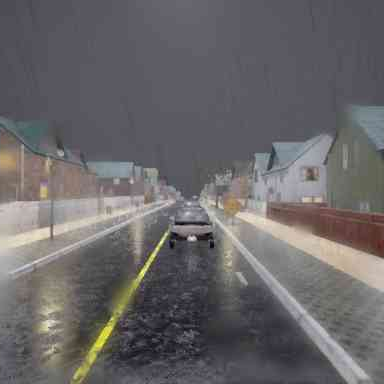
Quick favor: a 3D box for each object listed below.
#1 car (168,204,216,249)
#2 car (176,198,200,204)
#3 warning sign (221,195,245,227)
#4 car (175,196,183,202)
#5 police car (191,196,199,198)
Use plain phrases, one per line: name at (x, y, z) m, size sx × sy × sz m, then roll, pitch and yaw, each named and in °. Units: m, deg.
car at (0.000, 1.513, 14.652) m, size 2.128 × 1.511 × 4.902 m, roll 0°, pitch 0°, yaw 0°
car at (0.000, 1.552, 29.654) m, size 2.128 × 1.511 × 4.902 m, roll 0°, pitch 0°, yaw 0°
warning sign at (2.508, 1.144, 20.400) m, size 1.300 × 1.860 × 1.060 m, roll -1°, pitch -1°, yaw 0°
car at (-2.750, 1.752, 75.964) m, size 1.837 × 1.490 × 4.892 m, roll 0°, pitch 0°, yaw 0°
police car at (0.825, 1.867, 94.504) m, size 1.930 × 1.638 × 5.238 m, roll 0°, pitch 0°, yaw 0°
